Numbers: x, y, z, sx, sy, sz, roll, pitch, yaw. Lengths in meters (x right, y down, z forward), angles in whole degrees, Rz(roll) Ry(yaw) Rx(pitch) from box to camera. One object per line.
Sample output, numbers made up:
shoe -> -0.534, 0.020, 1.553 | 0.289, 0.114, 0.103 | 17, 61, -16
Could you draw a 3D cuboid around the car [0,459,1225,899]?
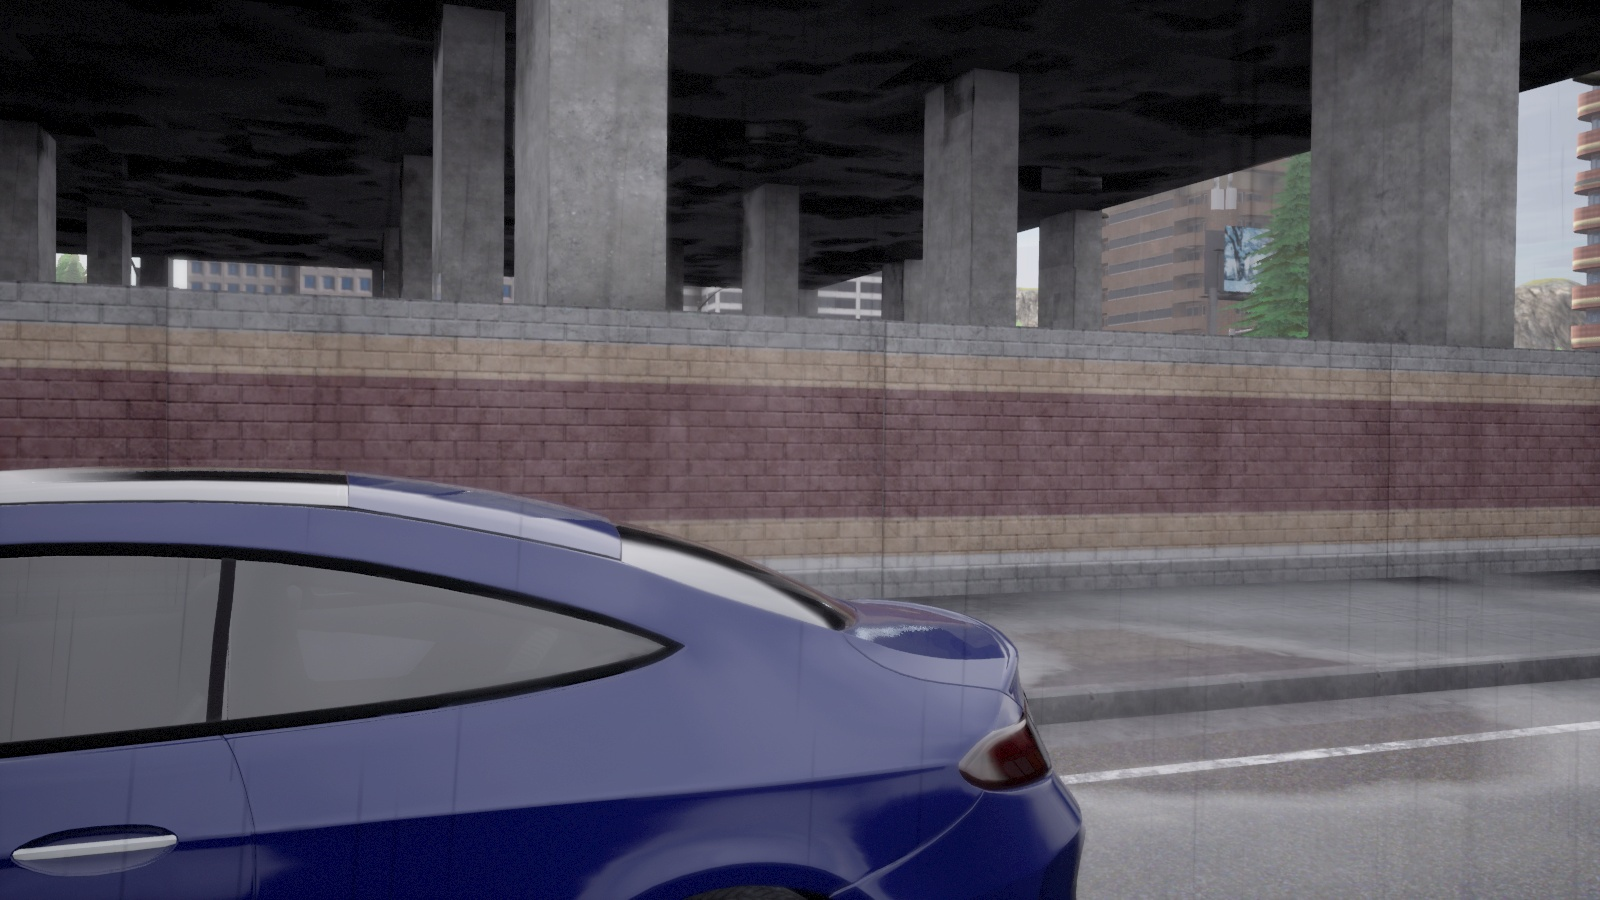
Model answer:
car -> -1.621, 0.799, 2.622 | 4.674, 1.442, 1.812 | -1, 1, -21
